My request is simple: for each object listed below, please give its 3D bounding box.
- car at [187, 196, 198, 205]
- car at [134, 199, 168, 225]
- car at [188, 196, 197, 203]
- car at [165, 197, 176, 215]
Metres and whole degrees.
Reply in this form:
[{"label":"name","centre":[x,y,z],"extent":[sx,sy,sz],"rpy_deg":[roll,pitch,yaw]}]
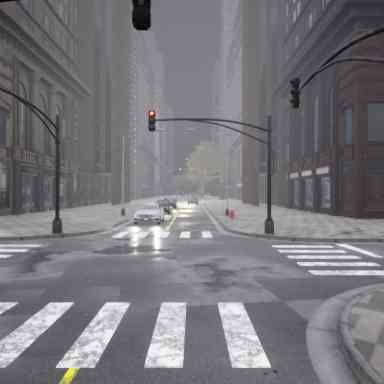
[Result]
[{"label":"car","centre":[0.148,1.582,59.420],"extent":[2.033,1.411,5.357],"rpy_deg":[0,0,0]},{"label":"car","centre":[-3.075,1.526,24.504],"extent":[1.812,1.442,4.674],"rpy_deg":[0,0,0]},{"label":"car","centre":[0.169,1.574,69.769],"extent":[1.812,1.442,4.674],"rpy_deg":[0,0,0]},{"label":"car","centre":[-3.067,1.553,34.914],"extent":[2.033,1.411,5.357],"rpy_deg":[0,0,0]}]
